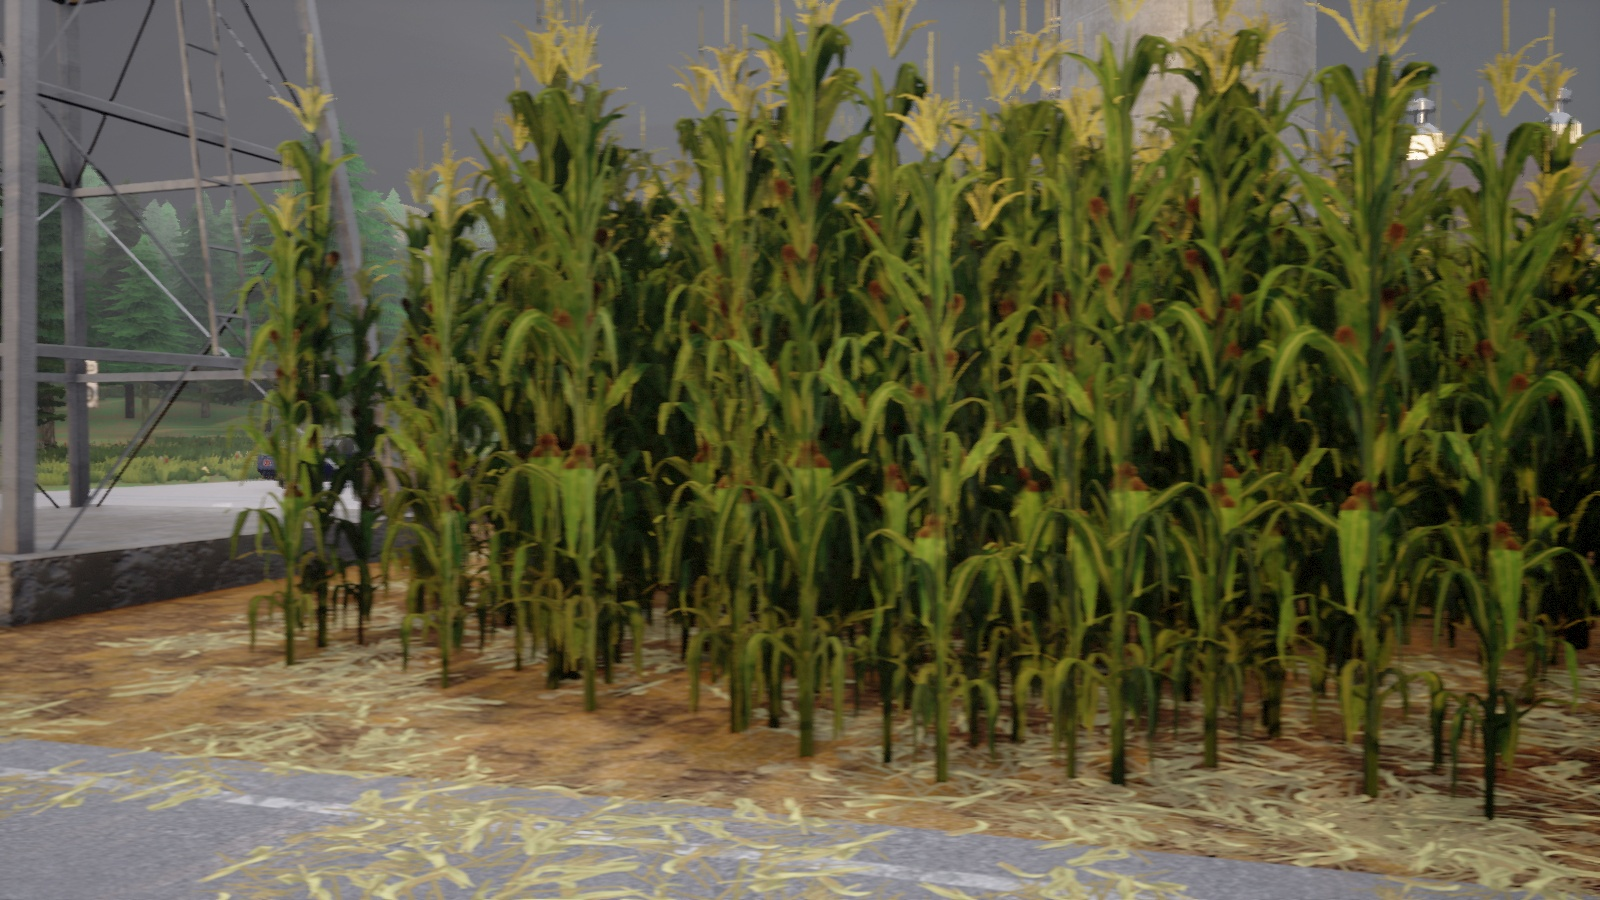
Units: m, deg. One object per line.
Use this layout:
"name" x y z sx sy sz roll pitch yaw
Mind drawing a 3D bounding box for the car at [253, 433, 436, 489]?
"car" -11.612 0.225 32.406 1.895 1.301 4.718 1 1 19
